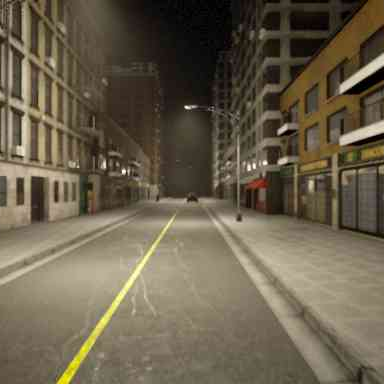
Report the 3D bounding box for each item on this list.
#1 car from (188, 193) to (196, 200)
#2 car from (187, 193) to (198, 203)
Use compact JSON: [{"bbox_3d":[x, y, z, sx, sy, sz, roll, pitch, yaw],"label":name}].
[{"bbox_3d":[-0.035,1.013,76.710,1.882,1.535,5.008,0,0,0],"label":"car"},{"bbox_3d":[0.073,1.145,59.370,1.812,1.442,4.674,0,0,0],"label":"car"}]
